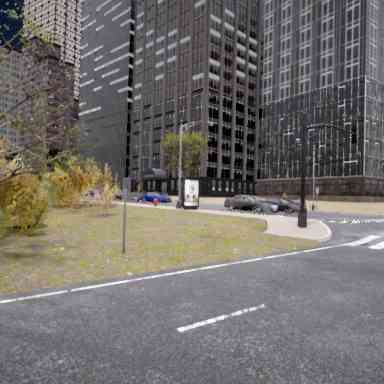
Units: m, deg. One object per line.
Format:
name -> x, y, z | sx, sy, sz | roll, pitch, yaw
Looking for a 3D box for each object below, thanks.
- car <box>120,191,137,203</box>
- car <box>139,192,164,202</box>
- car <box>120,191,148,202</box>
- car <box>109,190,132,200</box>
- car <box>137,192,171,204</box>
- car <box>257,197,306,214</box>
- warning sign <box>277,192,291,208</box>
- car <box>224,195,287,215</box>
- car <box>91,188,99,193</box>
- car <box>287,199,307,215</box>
car -> -8.509, 0.632, 42.874 | 2.128, 1.511, 4.902 | 3, -1, -41
car -> -6.800, 0.863, 55.896 | 1.812, 1.442, 4.674 | 3, -1, -41
car -> -9.492, 0.706, 54.039 | 2.128, 1.511, 4.902 | 3, -1, -41
car -> -13.627, 0.504, 63.391 | 2.097, 1.767, 4.553 | 3, -1, -43
car -> -4.663, 0.774, 43.388 | 1.882, 1.535, 5.008 | 3, -1, -41
car -> 8.703, 1.286, 32.624 | 1.994, 1.385, 4.181 | 3, -1, -38
warning sign -> 10.961, 0.988, 39.546 | 1.300, 1.860, 1.060 | 2, -1, -40
car -> 4.750, 1.009, 27.057 | 2.128, 1.511, 4.902 | 3, -1, -39
car -> -15.021, -0.110, 55.312 | 2.150, 2.045, 5.566 | 3, -1, -42
car -> 7.598, 1.170, 28.699 | 1.812, 1.442, 4.674 | 3, 0, -39
